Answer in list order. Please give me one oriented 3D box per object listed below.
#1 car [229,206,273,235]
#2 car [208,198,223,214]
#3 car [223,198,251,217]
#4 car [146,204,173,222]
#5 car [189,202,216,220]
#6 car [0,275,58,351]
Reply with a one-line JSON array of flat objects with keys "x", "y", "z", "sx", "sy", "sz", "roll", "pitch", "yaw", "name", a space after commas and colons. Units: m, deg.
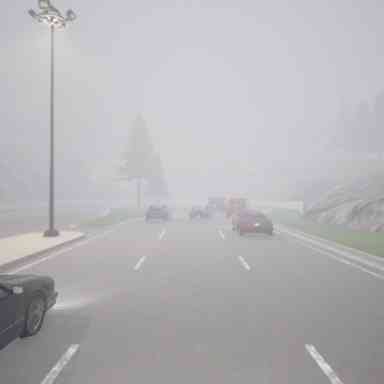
[{"x": 3.629, "y": 1.807, "z": 20.471, "sx": 1.994, "sy": 1.385, "sz": 4.181, "roll": 0, "pitch": -1, "yaw": 1, "name": "car"}, {"x": 3.475, "y": 1.733, "z": 43.138, "sx": 2.150, "sy": 2.045, "sz": 5.566, "roll": 0, "pitch": -1, "yaw": 16, "name": "car"}, {"x": 5.141, "y": 1.650, "z": 36.115, "sx": 2.150, "sy": 2.045, "sz": 5.566, "roll": 0, "pitch": 0, "yaw": 14, "name": "car"}, {"x": -2.952, "y": 1.853, "z": 30.552, "sx": 2.128, "sy": 1.511, "sz": 4.902, "roll": 0, "pitch": -1, "yaw": 5, "name": "car"}, {"x": 0.950, "y": 1.990, "z": 32.917, "sx": 1.895, "sy": 1.301, "sz": 4.718, "roll": 0, "pitch": -1, "yaw": 9, "name": "car"}, {"x": -3.398, "y": 1.592, "z": 3.697, "sx": 2.033, "sy": 1.411, "sz": 5.357, "roll": 0, "pitch": -1, "yaw": 0, "name": "car"}]
